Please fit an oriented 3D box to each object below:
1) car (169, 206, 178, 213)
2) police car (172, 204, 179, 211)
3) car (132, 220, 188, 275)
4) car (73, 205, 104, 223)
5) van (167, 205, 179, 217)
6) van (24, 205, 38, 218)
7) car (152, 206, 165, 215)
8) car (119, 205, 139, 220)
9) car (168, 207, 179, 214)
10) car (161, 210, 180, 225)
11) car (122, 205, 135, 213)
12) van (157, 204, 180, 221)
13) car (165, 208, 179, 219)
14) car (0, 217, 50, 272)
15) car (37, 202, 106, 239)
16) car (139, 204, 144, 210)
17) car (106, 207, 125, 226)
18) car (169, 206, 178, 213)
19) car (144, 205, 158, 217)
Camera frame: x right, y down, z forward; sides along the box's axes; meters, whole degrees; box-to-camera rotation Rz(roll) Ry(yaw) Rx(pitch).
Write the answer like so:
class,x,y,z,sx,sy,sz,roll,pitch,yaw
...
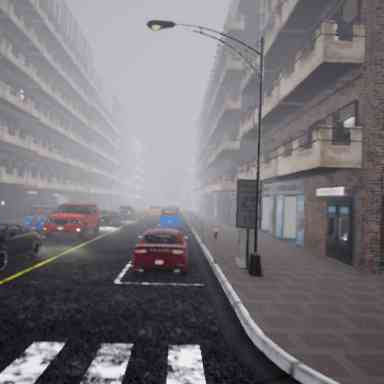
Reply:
class,x,y,z,sx,sy,sz,roll,pitch,yaw
car,-4.062,3.795,74.230,1.887,1.381,4.507,1,-2,-3
police car,-4.590,4.228,91.936,1.930,1.638,5.238,2,-2,-3
car,-1.053,1.951,11.797,1.887,1.381,4.507,1,-2,-3
car,-10.525,2.203,34.112,1.967,1.590,4.097,1,-2,-3
van,-2.966,2.909,51.534,1.690,1.788,3.998,1,-2,-3
van,-9.946,1.775,22.764,1.690,1.788,3.998,1,-2,-3
car,-5.926,3.257,59.265,2.033,1.411,5.357,2,-2,-2
car,-8.170,2.395,40.493,2.097,1.767,4.553,2,-2,-2
car,-3.516,3.473,62.878,1.947,1.339,4.313,1,-2,-3
car,-2.153,2.647,34.498,1.802,1.307,4.206,1,-2,-3
car,-11.882,3.188,62.487,1.802,1.307,4.206,1,-2,-3
van,-1.872,2.240,28.830,1.690,1.788,3.998,1,-2,-3
car,-2.705,2.929,46.022,1.752,1.417,4.829,1,-2,-3
car,-6.834,1.758,11.402,1.994,1.385,4.181,2,-2,-3
car,-7.266,1.687,20.793,2.150,2.045,5.566,2,-2,-3
car,-12.965,3.816,85.022,1.752,1.417,4.829,1,-2,-3
car,-7.714,2.306,30.270,1.994,1.385,4.181,2,-2,-2
car,-3.790,3.660,68.553,1.802,1.307,4.206,1,-2,-3
car,-5.460,2.771,49.555,2.097,1.767,4.553,2,-2,-2
